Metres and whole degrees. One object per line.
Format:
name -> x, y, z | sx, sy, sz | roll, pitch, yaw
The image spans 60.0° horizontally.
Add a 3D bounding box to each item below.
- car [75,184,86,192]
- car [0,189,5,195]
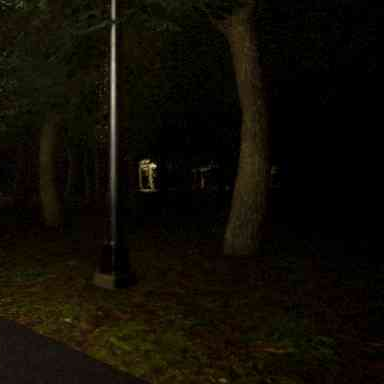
car -> -28.555, -0.892, 82.987 | 2.150, 2.045, 5.566 | -1, 1, 34
car -> -40.073, -0.026, 66.153 | 1.882, 1.535, 5.008 | -1, 0, 34
